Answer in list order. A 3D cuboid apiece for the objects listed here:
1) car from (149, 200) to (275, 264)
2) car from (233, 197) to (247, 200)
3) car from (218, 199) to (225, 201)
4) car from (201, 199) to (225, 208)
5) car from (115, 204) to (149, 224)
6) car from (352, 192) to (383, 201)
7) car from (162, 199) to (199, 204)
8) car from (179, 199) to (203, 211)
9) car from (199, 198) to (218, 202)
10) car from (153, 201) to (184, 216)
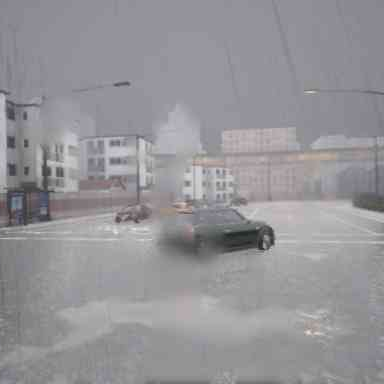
[{"bbox_3d":[1.016,1.373,12.310,4.553,1.767,2.097,-1,-1,-39],"label":"car"},{"bbox_3d":[7.664,1.619,54.508,1.837,1.490,4.892,-1,0,33],"label":"car"},{"bbox_3d":[3.625,1.738,45.138,1.895,1.301,4.718,-1,0,17],"label":"car"},{"bbox_3d":[3.486,1.791,54.354,1.895,1.301,4.718,-1,0,29],"label":"car"},{"bbox_3d":[-4.600,1.716,27.234,1.812,1.442,4.674,-1,0,13],"label":"car"},{"bbox_3d":[30.933,0.928,58.447,5.566,2.045,2.150,-1,0,-8],"label":"car"},{"bbox_3d":[-1.102,1.601,26.815,1.882,1.535,5.008,-1,0,13],"label":"car"},{"bbox_3d":[-0.100,1.708,44.801,1.837,1.490,4.892,-1,0,17],"label":"car"},{"bbox_3d":[1.033,1.484,35.541,2.097,1.767,4.553,-1,0,14],"label":"car"},{"bbox_3d":[-2.476,1.725,36.085,1.812,1.442,4.674,-1,0,15],"label":"car"}]
